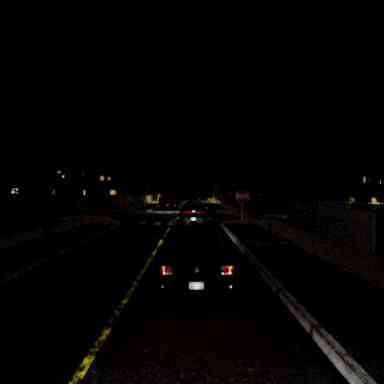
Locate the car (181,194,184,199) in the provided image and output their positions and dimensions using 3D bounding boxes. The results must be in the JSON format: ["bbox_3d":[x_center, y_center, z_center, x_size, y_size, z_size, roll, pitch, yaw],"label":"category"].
[{"bbox_3d":[-2.809,1.416,58.685,1.837,1.490,4.892,0,0,0],"label":"car"}]

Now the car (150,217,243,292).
[{"bbox_3d":[0.097,1.574,8.840,1.895,1.301,4.718,0,0,0],"label":"car"}]

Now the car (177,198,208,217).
[{"bbox_3d":[0.104,1.444,23.553,1.837,1.490,4.892,0,1,0],"label":"car"}]

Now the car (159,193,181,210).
[{"bbox_3d":[-2.843,1.135,41.257,2.150,2.045,5.566,0,0,0],"label":"car"}]

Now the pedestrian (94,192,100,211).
[{"bbox_3d":[-9.625,0.942,33.562,0.375,1.860,0.375,0,-2,0],"label":"pedestrian"}]
